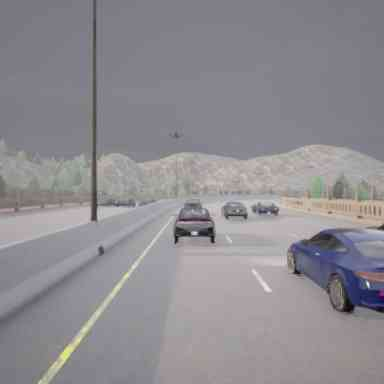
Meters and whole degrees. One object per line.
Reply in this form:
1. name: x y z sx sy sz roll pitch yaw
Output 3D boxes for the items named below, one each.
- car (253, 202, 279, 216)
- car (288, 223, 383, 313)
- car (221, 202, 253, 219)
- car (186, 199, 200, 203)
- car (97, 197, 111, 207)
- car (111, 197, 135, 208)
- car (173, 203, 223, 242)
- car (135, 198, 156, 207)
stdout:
1. car: 7.111 1.612 32.932 1.895 1.301 4.718 0 0 0
2. car: 3.603 1.528 7.512 1.812 1.442 4.674 0 0 0
3. car: 3.610 1.558 28.837 2.033 1.411 5.357 0 0 0
4. car: 0.118 1.518 34.399 1.837 1.490 4.892 0 0 0
5. car: -13.152 1.512 50.954 2.128 1.511 4.902 0 0 7
6. car: -9.855 1.567 49.676 2.033 1.411 5.357 0 0 6
7. car: 0.106 1.498 16.272 2.128 1.511 4.902 0 0 0
8. car: -6.426 1.583 48.265 1.994 1.385 4.181 0 0 6
